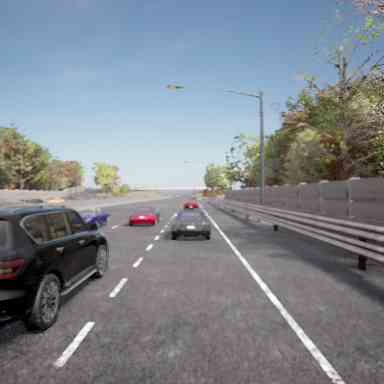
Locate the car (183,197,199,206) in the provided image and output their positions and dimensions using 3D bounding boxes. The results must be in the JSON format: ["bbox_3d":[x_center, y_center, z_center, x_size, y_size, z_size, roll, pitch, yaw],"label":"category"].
[{"bbox_3d":[-0.132,1.737,44.540,1.882,1.535,5.008,0,0,0],"label":"car"}]

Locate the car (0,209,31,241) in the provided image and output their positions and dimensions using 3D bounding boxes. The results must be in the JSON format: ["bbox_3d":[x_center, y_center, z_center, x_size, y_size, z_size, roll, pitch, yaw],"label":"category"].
[{"bbox_3d":[-10.450,1.706,16.822,2.033,1.411,5.357,0,0,0],"label":"car"}]

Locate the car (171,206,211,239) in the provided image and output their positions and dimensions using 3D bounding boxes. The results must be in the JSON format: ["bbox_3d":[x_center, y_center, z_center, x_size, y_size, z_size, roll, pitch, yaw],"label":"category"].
[{"bbox_3d":[-0.054,1.664,17.870,1.994,1.385,4.181,0,0,0],"label":"car"}]

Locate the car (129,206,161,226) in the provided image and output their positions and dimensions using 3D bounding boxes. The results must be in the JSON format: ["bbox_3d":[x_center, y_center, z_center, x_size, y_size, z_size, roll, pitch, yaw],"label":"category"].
[{"bbox_3d":[-3.472,1.726,25.056,1.994,1.385,4.181,0,0,0],"label":"car"}]

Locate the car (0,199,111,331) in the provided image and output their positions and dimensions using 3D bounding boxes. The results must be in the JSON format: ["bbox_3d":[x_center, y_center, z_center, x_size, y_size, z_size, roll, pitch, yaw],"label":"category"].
[{"bbox_3d":[-3.423,1.282,7.092,2.150,2.045,5.566,0,0,0],"label":"car"}]

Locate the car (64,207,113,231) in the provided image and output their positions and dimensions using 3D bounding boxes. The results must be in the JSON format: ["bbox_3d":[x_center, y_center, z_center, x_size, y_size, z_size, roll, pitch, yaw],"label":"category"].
[{"bbox_3d":[-6.965,1.772,22.874,1.895,1.301,4.718,0,0,0],"label":"car"}]
